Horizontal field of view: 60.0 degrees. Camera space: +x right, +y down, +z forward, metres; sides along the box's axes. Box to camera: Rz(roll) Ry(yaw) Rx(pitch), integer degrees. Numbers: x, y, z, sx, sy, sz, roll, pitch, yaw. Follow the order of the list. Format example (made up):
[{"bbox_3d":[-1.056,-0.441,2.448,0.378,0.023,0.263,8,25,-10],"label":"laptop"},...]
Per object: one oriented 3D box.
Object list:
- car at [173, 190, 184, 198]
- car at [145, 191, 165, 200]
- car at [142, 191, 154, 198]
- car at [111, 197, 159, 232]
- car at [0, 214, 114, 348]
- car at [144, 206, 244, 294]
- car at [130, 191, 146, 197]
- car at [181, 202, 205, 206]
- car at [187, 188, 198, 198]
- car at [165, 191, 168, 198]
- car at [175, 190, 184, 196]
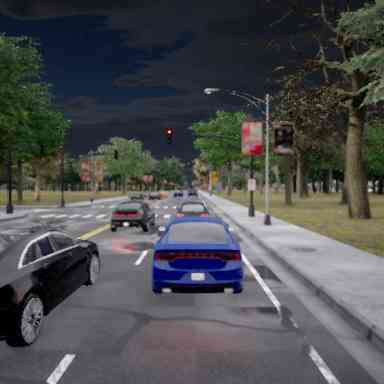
[{"bbox_3d":[-3.091,0.448,74.168,1.882,1.535,5.008,0,1,0],"label":"car"},{"bbox_3d":[-6.437,0.659,58.239,1.882,1.535,5.008,0,1,1],"label":"car"},{"bbox_3d":[-9.593,0.512,73.043,2.128,1.511,4.902,0,1,0],"label":"car"},{"bbox_3d":[-3.113,1.243,18.120,1.837,1.490,4.892,0,1,0],"label":"car"},{"bbox_3d":[-3.144,1.399,6.108,2.128,1.511,4.902,0,1,0],"label":"car"},{"bbox_3d":[0.119,1.352,8.542,1.882,1.535,5.008,0,1,0],"label":"car"},{"bbox_3d":[-9.686,0.747,58.197,1.994,1.385,4.181,0,1,1],"label":"car"},{"bbox_3d":[0.057,1.259,18.458,1.812,1.442,4.674,0,1,1],"label":"car"},{"bbox_3d":[0.159,0.195,74.187,2.150,2.045,5.566,0,1,0],"label":"car"},{"bbox_3d":[-6.342,0.455,73.491,1.882,1.535,5.008,0,1,0],"label":"car"},{"bbox_3d":[-3.068,0.254,84.582,2.033,1.411,5.357,0,1,0],"label":"car"}]
